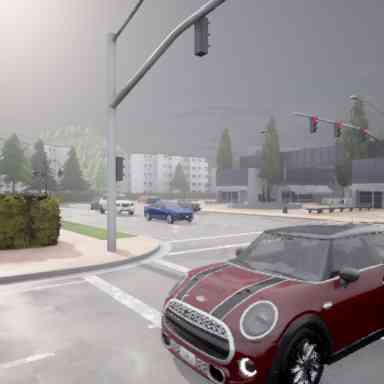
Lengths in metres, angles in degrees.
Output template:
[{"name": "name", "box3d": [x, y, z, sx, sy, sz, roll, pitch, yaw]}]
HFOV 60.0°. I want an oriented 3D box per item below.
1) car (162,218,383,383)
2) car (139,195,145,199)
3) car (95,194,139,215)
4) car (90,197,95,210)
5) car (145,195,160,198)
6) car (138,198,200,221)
[{"name": "car", "box3d": [1.776, 1.352, 5.260, 4.553, 1.767, 2.097, 0, 0, -36]}, {"name": "car", "box3d": [-9.346, 1.352, 68.092, 2.097, 1.767, 4.553, 0, 0, 15]}, {"name": "car", "box3d": [-7.659, 1.221, 33.513, 2.150, 2.045, 5.566, 0, 0, -32]}, {"name": "car", "box3d": [-11.973, 1.352, 42.899, 2.097, 1.767, 4.553, 0, 0, -17]}, {"name": "car", "box3d": [-6.921, 1.477, 62.660, 1.882, 1.535, 5.008, 0, 0, 6]}, {"name": "car", "box3d": [-1.850, 1.478, 25.334, 1.882, 1.535, 5.008, 0, 0, -37]}]
